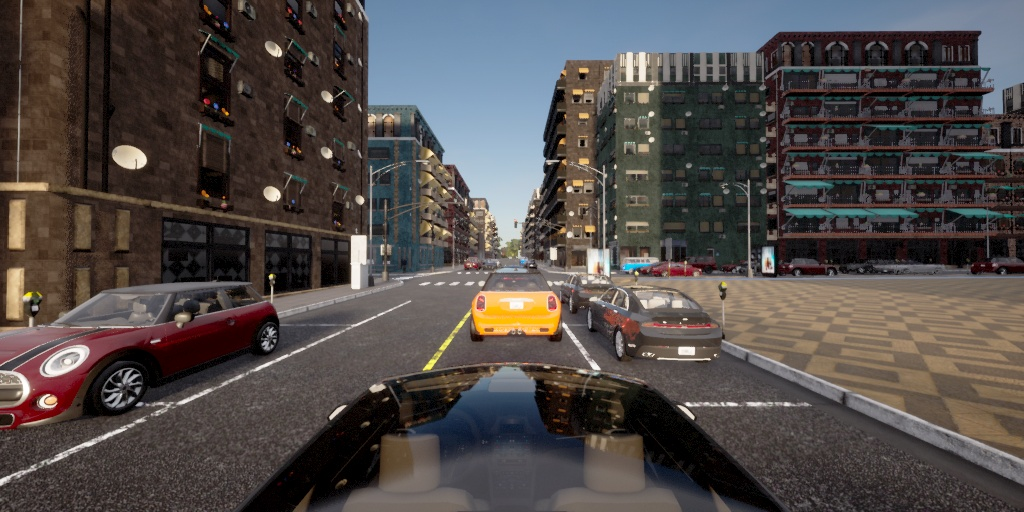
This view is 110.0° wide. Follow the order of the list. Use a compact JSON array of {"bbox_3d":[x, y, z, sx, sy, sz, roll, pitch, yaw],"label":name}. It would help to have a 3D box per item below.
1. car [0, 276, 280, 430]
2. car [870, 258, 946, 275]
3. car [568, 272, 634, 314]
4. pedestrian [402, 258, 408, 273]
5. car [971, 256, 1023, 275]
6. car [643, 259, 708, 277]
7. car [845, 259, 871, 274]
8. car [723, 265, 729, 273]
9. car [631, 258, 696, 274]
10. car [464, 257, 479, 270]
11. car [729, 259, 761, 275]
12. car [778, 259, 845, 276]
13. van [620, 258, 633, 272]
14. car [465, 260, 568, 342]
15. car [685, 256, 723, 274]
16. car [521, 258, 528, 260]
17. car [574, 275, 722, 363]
[{"bbox_3d":[-5.819,1.191,5.751,1.967,1.591,4.097,0,0,0],"label":"car"},{"bbox_3d":[36.180,1.049,32.616,4.718,1.301,1.895,0,-1,0],"label":"car"},{"bbox_3d":[2.822,1.304,13.555,2.007,1.370,4.403,0,0,0],"label":"car"},{"bbox_3d":[-12.522,1.097,41.715,0.375,1.860,0.375,0,0,0],"label":"pedestrian"},{"bbox_3d":[41.349,0.811,29.976,4.097,1.591,1.967,0,0,0],"label":"car"},{"bbox_3d":[13.713,1.162,30.179,4.207,1.307,1.802,0,0,0],"label":"car"},{"bbox_3d":[35.500,1.005,35.811,4.892,1.490,1.837,0,-1,0],"label":"car"},{"bbox_3d":[24.832,1.165,38.478,4.507,1.381,1.888,0,0,0],"label":"car"},{"bbox_3d":[15.218,1.202,35.971,5.357,1.411,2.033,0,-1,0],"label":"car"},{"bbox_3d":[-5.680,1.083,51.789,2.192,1.841,5.009,0,0,0],"label":"car"},{"bbox_3d":[25.077,1.071,35.894,4.902,1.511,2.128,0,-1,1],"label":"car"},{"bbox_3d":[24.768,0.935,30.098,4.097,1.591,1.967,0,0,0],"label":"car"},{"bbox_3d":[13.777,1.045,38.559,3.998,1.789,1.690,0,0,0],"label":"van"},{"bbox_3d":[0.099,1.104,9.965,2.097,1.767,4.553,0,0,0],"label":"car"},{"bbox_3d":[19.304,0.977,38.519,5.009,1.841,2.192,0,0,0],"label":"car"},{"bbox_3d":[2.700,1.334,51.747,1.948,1.339,4.313,0,0,0],"label":"car"},{"bbox_3d":[2.822,1.302,7.985,2.007,1.370,4.403,0,0,0],"label":"car"}]
